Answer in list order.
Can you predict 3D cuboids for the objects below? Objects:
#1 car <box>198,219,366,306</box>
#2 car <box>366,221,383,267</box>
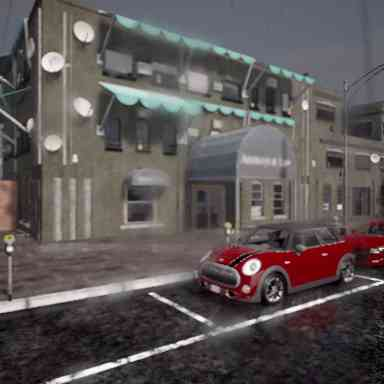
[{"bbox_3d":[2.111,1.502,8.070,4.097,1.590,1.967,1,-1,-35],"label":"car"},{"bbox_3d":[6.628,1.661,11.290,4.507,1.381,1.887,1,-1,-35],"label":"car"}]
